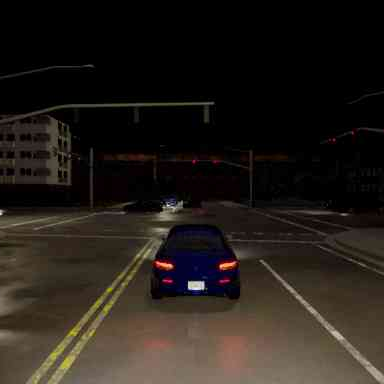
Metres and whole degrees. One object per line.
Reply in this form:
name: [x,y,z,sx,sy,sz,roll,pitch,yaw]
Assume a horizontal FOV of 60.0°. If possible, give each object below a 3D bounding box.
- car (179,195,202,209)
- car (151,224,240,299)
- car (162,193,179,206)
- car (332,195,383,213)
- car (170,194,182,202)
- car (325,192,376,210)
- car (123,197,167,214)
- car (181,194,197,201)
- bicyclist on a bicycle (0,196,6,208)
car: [0.071,1.493,44.626,2.128,1.511,4.902,-1,0,-11]
car: [0.077,1.526,8.312,1.812,1.442,4.674,0,0,0]
car: [-3.636,1.221,53.985,2.150,2.045,5.566,0,0,-1]
car: [17.508,1.342,34.087,5.008,1.535,1.882,-1,0,1]
car: [-3.524,1.355,73.499,2.097,1.767,4.553,0,0,2]
car: [18.096,1.083,37.584,5.566,2.045,2.150,-1,0,0]
car: [-5.110,1.541,35.009,4.181,1.385,1.994,0,0,3]
car: [-0.816,1.355,83.311,2.097,1.767,4.553,0,0,27]
bicyclist on a bicycle: [-25.479,1.300,44.831,0.582,1.620,1.656,0,0,0]
